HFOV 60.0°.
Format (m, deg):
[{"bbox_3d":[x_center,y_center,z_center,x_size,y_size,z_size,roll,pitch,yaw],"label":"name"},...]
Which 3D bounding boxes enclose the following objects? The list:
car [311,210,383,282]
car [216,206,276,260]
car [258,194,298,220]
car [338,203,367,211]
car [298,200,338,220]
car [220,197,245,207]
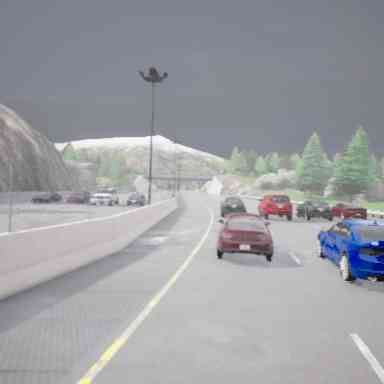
[{"bbox_3d":[5.105,1.571,9.896,1.882,1.535,5.008,2,1,9],"label":"car"},{"bbox_3d":[1.936,1.494,12.336,1.812,1.442,4.674,2,1,8],"label":"car"},{"bbox_3d":[7.057,1.236,28.519,2.150,2.045,5.566,2,0,4],"label":"car"},{"bbox_3d":[14.128,1.715,30.406,1.882,1.535,5.008,2,0,3],"label":"car"},{"bbox_3d":[10.553,1.481,28.968,2.097,1.767,4.553,2,0,3],"label":"car"},{"bbox_3d":[3.592,1.243,29.735,2.097,1.767,4.553,2,0,3],"label":"car"}]
